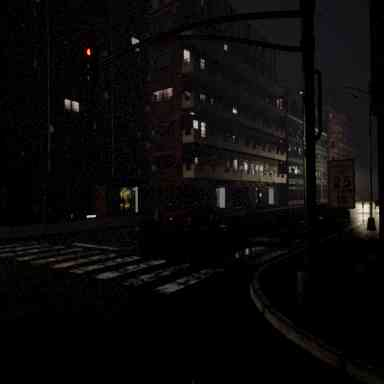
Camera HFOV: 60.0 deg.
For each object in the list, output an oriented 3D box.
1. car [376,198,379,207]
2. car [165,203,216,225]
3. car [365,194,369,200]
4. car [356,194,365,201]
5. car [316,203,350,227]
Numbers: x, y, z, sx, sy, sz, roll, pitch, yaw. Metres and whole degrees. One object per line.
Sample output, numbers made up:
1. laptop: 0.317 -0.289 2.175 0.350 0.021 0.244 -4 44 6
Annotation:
1. car: 25.702 1.229 44.410 1.752 1.417 4.829 -1 0 36
2. car: -0.044 1.515 23.697 1.887 1.381 4.507 -1 0 36
3. car: 42.372 1.231 81.300 1.947 1.339 4.313 -1 0 36
4. car: 35.650 1.293 72.137 1.802 1.307 4.206 -1 0 36
5. car: 8.882 1.372 21.305 1.887 1.381 4.507 -1 0 36
